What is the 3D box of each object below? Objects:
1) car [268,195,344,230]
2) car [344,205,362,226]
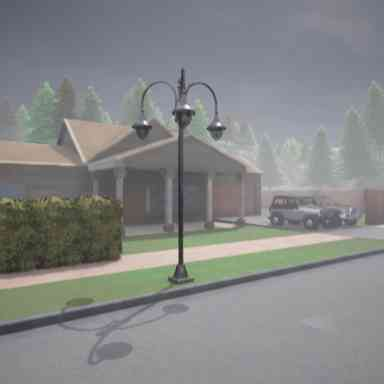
[{"bbox_3d":[6.219,1.131,19.122,1.905,1.878,3.866,0,0,-35],"label":"car"},{"bbox_3d":[8.051,1.130,20.887,1.932,1.855,4.605,0,0,-35],"label":"car"}]
